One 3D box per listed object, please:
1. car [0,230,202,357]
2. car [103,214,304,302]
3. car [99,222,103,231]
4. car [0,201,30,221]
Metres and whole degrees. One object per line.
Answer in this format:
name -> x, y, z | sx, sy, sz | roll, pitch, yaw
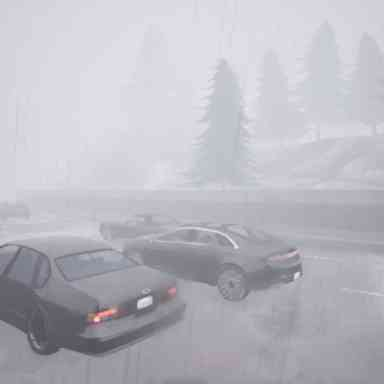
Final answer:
car -> -2.614, 1.544, 6.083 | 5.357, 1.411, 2.033 | 0, 0, 38
car -> 0.248, 1.501, 8.349 | 4.902, 1.511, 2.128 | 0, 0, 38
car -> -2.077, 1.607, 14.706 | 4.718, 1.301, 1.895 | 0, 0, 40
car -> -14.734, 1.459, 27.047 | 2.128, 1.511, 4.902 | 0, 0, -42
